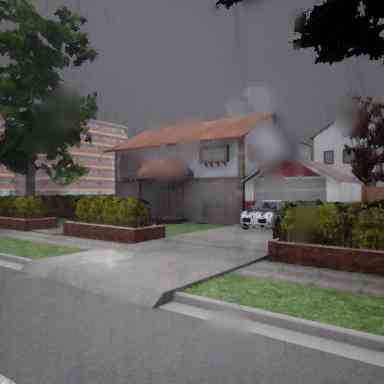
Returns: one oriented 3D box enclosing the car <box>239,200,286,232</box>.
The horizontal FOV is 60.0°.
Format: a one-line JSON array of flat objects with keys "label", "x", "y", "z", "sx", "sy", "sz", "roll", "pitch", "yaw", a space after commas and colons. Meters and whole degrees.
[{"label": "car", "x": 4.066, "y": 1.168, "z": 17.411, "sx": 1.970, "sy": 1.475, "sz": 3.806, "roll": 0, "pitch": 0, "yaw": 36}]
